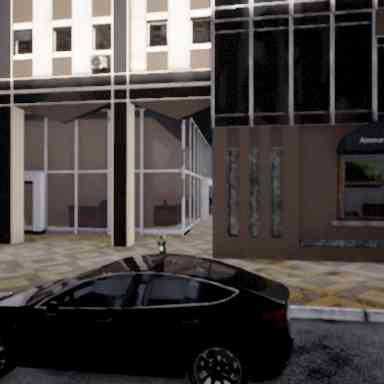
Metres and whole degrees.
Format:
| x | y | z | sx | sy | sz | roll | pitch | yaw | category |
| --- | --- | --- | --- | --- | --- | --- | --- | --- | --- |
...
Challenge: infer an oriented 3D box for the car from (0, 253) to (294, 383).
| x | y | z | sx | sy | sz | roll | pitch | yaw | category |
| --- | --- | --- | --- | --- | --- | --- | --- | --- | --- |
| -0.844 | 1.566 | 4.553 | 4.313 | 1.339 | 1.947 | 0 | 0 | 8 | car |
